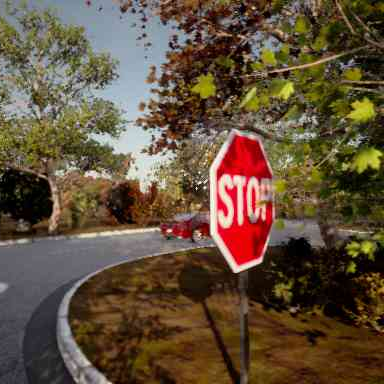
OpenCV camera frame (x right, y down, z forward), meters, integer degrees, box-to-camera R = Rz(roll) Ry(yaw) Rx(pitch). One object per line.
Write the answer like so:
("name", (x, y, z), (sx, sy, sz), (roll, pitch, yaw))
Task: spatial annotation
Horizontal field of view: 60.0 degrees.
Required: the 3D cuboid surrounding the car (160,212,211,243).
("car", (0.315, 1.852, 18.532), (1.882, 1.535, 5.008), (-1, -2, 35))
